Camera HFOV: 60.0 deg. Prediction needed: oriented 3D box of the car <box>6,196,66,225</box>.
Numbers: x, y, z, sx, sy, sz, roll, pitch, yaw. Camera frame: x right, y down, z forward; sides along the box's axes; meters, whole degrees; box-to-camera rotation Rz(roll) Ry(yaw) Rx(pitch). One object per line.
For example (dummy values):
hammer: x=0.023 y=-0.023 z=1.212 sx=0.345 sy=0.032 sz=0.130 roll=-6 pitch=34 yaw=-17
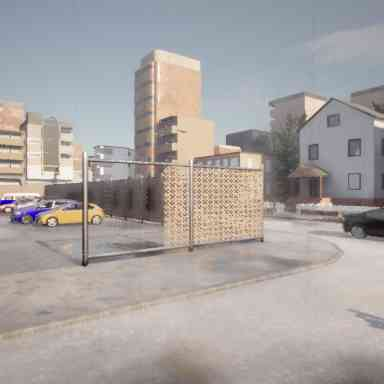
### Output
car: x=-10.305 y=1.348 z=23.688 sx=4.611 sy=1.667 sz=2.242 roll=0 pitch=0 yaw=-36

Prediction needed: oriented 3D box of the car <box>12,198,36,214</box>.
car: x=-17.871 y=1.402 z=35.318 sx=1.789 sy=1.547 sz=3.705 roll=0 pitch=0 yaw=-36

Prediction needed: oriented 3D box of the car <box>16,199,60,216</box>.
car: x=-14.816 y=1.413 z=32.028 sx=3.633 sy=1.501 sz=1.845 roll=0 pitch=0 yaw=-36

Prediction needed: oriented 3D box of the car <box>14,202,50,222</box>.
car: x=-12.041 y=1.451 z=25.065 sx=2.207 sy=1.379 sz=1.481 roll=0 pitch=0 yaw=-36

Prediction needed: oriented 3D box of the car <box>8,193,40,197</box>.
car: x=-12.595 y=1.242 z=27.326 sx=3.866 sy=1.878 sz=1.905 roll=0 pitch=0 yaw=-36

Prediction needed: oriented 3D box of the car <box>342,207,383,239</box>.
car: x=9.461 y=1.477 z=15.131 sx=1.882 sy=1.535 sz=5.008 roll=0 pitch=0 yaw=-36

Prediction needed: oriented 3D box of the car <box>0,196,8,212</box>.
car: x=-17.873 y=1.474 z=35.595 sx=5.357 sy=1.415 sz=2.033 roll=0 pitch=0 yaw=-36

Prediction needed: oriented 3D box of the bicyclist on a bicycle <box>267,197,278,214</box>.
bicyclist on a bicycle: x=7.743 y=1.349 z=31.975 sx=1.656 sy=1.620 sz=0.582 roll=0 pitch=0 yaw=-36

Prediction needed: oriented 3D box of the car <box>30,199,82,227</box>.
car: x=-7.861 y=1.416 z=21.537 sx=4.193 sy=1.474 sz=1.816 roll=0 pitch=0 yaw=-36
